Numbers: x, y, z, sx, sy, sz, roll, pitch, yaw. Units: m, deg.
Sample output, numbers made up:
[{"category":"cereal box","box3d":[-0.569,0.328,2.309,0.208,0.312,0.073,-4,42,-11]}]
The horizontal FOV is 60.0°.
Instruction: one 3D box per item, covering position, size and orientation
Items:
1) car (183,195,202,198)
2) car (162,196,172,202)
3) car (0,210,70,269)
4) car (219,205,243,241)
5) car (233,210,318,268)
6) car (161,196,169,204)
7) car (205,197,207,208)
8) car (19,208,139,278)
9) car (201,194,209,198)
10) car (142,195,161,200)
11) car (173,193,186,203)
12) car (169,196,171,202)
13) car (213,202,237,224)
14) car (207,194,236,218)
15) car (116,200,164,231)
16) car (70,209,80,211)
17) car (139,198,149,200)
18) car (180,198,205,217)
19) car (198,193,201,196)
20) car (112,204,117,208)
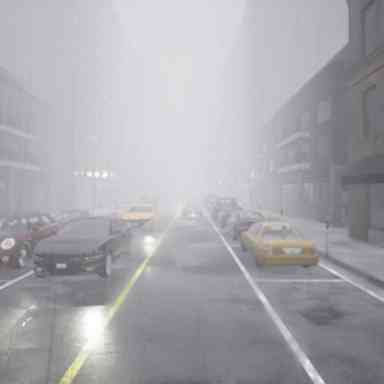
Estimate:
[{"category":"car","box3d":[0.052,1.574,46.434,1.812,1.442,4.674,0,0,0]},{"category":"car","box3d":[-5.852,1.641,78.116,2.008,1.369,4.403,0,0,0]},{"category":"car","box3d":[-5.858,1.452,10.967,1.967,1.590,4.097,0,0,0]},{"category":"car","box3d":[2.669,1.568,16.584,2.008,1.369,4.403,0,0,0]},{"category":"car","box3d":[2.668,1.538,11.160,1.752,1.417,4.829,0,0,0]},{"category":"car","box3d":[-5.853,1.611,61.329,1.887,1.381,4.507,0,0,0]},{"category":"car","box3d":[2.671,1.622,38.962,1.802,1.307,4.206,0,0,0]},{"category":"car","box3d":[-3.099,1.489,10.414,1.882,1.535,5.008,0,0,0]},{"category":"car","box3d":[3.005,1.277,50.785,2.150,2.045,5.566,0,0,0]},{"category":"car","box3d":[-5.854,1.361,44.542,2.192,1.841,5.009,0,0,0]},{"category":"car","box3d":[-2.994,1.577,71.356,2.128,1.511,4.902,0,0,0]},{"category":"car","box3d":[-5.853,1.619,66.925,1.887,1.381,4.507,0,0,0]},{"category":"car","box3d":[2.669,1.589,22.179,1.947,1.339,4.313,0,0,0]},{"category":"car","box3d":[2.670,1.344,27.773,2.192,1.841,5.009,0,0,0]},{"category":"car","box3d":[-3.083,1.500,20.859,1.882,1.535,5.008,0,0,1]},{"category":"car","box3d":[-5.857,1.562,16.563,1.887,1.381,4.507,0,0,0]},{"category":"car","box3d":[-5.855,1.585,33.350,2.008,1.369,4.403,0,0,0]},{"category":"car","box3d":[0.061,1.559,31.918,1.812,1.442,4.674,0,0,0]},{"category":"car","box3d":[2.673,1.514,66.933,1.967,1.590,4.097,0,0,0]},{"category":"car","box3d":[-5.856,1.554,27.585,1.752,1.417,4.829,0,0,0]}]
